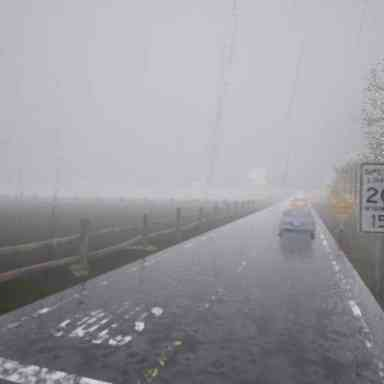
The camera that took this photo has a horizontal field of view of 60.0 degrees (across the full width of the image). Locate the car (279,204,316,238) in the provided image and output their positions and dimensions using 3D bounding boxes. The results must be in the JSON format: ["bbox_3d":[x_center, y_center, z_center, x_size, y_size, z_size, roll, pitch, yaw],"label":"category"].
[{"bbox_3d":[5.898,1.636,18.679,2.033,1.411,5.357,1,0,18],"label":"car"}]

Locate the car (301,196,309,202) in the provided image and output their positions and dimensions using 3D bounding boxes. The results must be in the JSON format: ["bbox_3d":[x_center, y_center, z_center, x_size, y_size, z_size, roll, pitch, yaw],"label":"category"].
[{"bbox_3d":[30.477,1.797,89.962,1.882,1.535,5.008,1,0,18],"label":"car"}]

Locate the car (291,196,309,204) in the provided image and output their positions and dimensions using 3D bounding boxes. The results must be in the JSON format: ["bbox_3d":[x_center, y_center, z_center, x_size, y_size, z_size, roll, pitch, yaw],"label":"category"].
[{"bbox_3d":[13.674,1.538,42.136,2.097,1.767,4.553,1,0,19],"label":"car"}]

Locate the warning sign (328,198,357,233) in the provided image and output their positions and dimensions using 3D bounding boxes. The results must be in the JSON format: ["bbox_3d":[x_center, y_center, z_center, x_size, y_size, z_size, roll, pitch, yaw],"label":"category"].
[{"bbox_3d":[8.268,1.252,18.318,1.300,1.860,1.060,1,0,18],"label":"warning sign"}]
